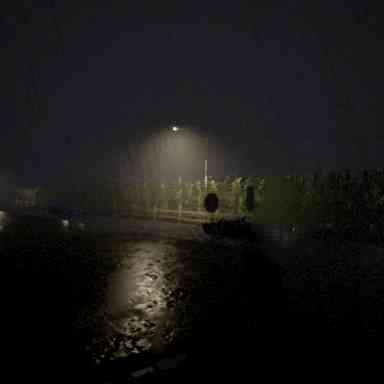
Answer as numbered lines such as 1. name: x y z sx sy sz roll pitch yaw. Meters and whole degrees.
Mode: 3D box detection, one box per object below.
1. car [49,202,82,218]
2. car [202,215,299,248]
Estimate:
1. car: -12.946 1.803 33.961 1.882 1.535 5.008 2 -2 -42
2. car: 2.703 1.805 16.140 1.895 1.301 4.718 2 -2 -40
